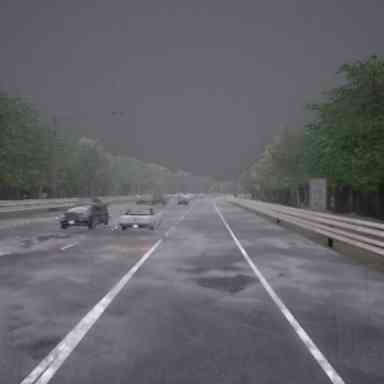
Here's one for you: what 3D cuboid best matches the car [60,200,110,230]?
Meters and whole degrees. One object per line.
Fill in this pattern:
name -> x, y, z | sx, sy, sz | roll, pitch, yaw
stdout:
car -> -6.479, 1.475, 20.452 | 1.812, 1.442, 4.674 | 0, 0, 2

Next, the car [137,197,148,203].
car -> -8.375, 1.546, 58.569 | 1.895, 1.301, 4.718 | 0, 0, 2

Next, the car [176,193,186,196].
car -> -3.144, 1.539, 85.361 | 2.033, 1.411, 5.357 | 0, 0, 5

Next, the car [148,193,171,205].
car -> -5.086, 1.190, 53.472 | 2.150, 2.045, 5.566 | 0, 0, 2

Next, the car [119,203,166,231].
car -> -2.985, 1.580, 20.324 | 1.895, 1.301, 4.718 | 0, 0, 2

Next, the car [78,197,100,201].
car -> -9.514, 1.278, 31.532 | 2.097, 1.767, 4.553 | 0, 0, 2

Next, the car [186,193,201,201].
car -> 0.360, 1.568, 85.252 | 2.033, 1.411, 5.357 | 0, 0, 5

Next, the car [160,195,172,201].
car -> -6.643, 1.495, 85.519 | 2.128, 1.511, 4.902 | 0, 0, 5

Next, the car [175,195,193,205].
car -> -1.382, 1.603, 58.274 | 1.895, 1.301, 4.718 | 0, 0, 2
